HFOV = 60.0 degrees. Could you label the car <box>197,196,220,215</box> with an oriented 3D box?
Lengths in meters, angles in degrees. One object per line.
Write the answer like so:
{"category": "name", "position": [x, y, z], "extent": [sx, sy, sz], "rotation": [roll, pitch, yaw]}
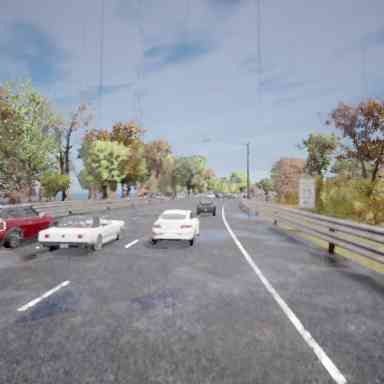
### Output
{"category": "car", "position": [1.498, 1.499, 33.648], "extent": [2.128, 1.511, 4.902], "rotation": [0, 0, 4]}

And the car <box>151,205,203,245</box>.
{"category": "car", "position": [-0.669, 1.528, 15.460], "extent": [1.812, 1.442, 4.674], "rotation": [0, 0, 5]}

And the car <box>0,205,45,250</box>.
{"category": "car", "position": [-7.759, 1.350, 14.623], "extent": [2.097, 1.767, 4.553], "rotation": [0, 0, 5]}

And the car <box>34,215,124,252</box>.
{"category": "car", "position": [-4.313, 1.601, 13.925], "extent": [1.895, 1.301, 4.718], "rotation": [0, 0, 5]}
